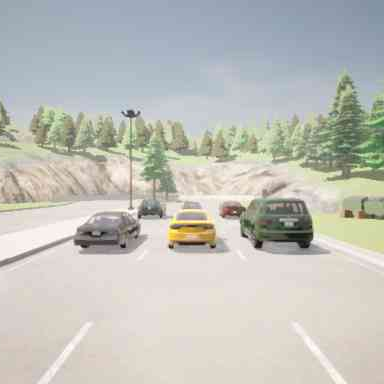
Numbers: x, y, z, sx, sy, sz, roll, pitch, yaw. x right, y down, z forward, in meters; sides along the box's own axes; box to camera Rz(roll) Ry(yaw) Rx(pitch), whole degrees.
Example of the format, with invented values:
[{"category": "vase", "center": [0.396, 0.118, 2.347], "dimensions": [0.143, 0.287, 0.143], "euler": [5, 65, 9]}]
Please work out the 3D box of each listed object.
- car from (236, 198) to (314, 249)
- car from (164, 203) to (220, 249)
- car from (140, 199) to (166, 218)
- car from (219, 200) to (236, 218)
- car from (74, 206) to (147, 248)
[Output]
[{"category": "car", "center": [3.500, 1.255, 14.680], "dimensions": [2.150, 2.045, 5.566], "euler": [0, 0, 0]}, {"category": "car", "center": [0.000, 1.482, 14.650], "dimensions": [1.882, 1.535, 5.008], "euler": [0, 0, 0]}, {"category": "car", "center": [-3.500, 1.363, 29.620], "dimensions": [2.097, 1.767, 4.553], "euler": [0, 0, 0]}, {"category": "car", "center": [3.500, 1.482, 29.650], "dimensions": [1.882, 1.535, 5.008], "euler": [0, 0, 0]}, {"category": "car", "center": [-3.500, 1.560, 14.650], "dimensions": [2.033, 1.411, 5.357], "euler": [0, 0, 0]}]
